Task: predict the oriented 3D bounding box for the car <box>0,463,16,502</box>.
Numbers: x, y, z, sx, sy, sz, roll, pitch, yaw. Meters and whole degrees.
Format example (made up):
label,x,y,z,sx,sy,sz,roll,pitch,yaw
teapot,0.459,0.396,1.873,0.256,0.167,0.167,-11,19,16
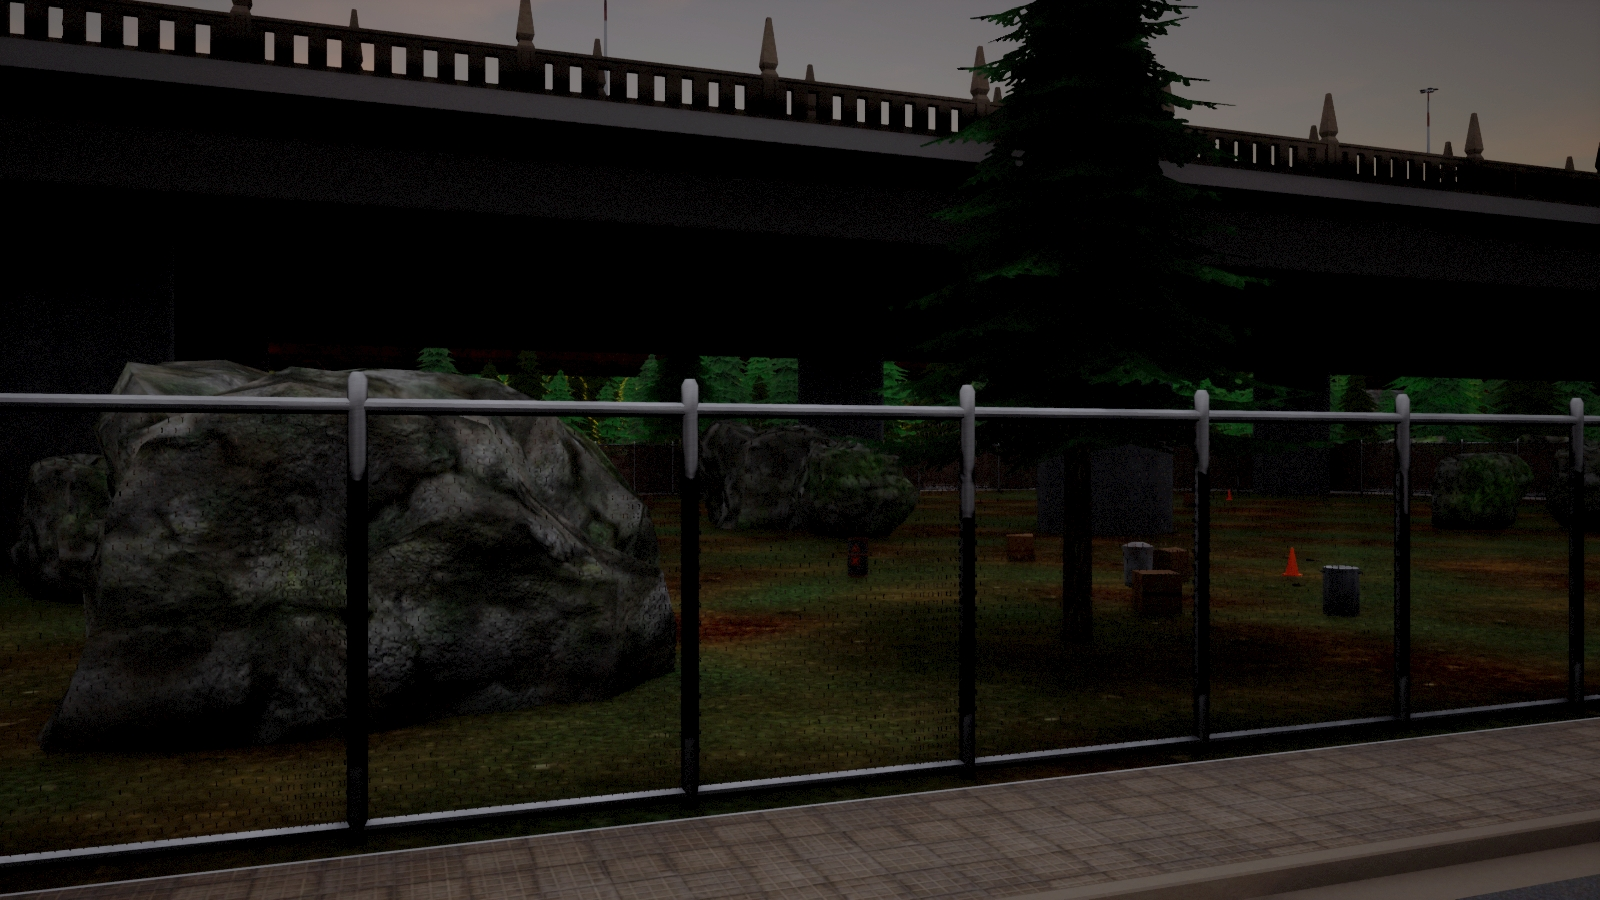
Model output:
label,x,y,z,sx,sy,sz,roll,pitch,yaw
car,-44.207,1.781,61.469,2.150,2.045,5.566,0,0,-22
